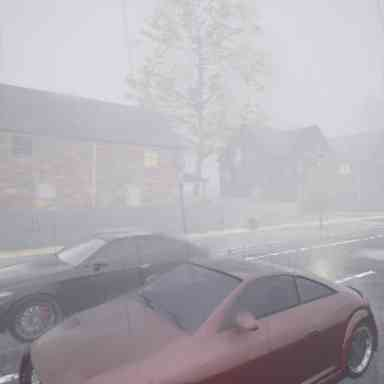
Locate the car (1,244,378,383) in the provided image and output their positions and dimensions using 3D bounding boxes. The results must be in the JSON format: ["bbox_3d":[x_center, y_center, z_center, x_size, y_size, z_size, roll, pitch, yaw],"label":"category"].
[{"bbox_3d":[0.313,1.538,3.886,4.181,1.385,1.994,-1,0,-35],"label":"car"}]

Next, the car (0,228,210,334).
[{"bbox_3d":[-1.573,1.495,6.520,4.674,1.442,1.812,-1,0,-35],"label":"car"}]
